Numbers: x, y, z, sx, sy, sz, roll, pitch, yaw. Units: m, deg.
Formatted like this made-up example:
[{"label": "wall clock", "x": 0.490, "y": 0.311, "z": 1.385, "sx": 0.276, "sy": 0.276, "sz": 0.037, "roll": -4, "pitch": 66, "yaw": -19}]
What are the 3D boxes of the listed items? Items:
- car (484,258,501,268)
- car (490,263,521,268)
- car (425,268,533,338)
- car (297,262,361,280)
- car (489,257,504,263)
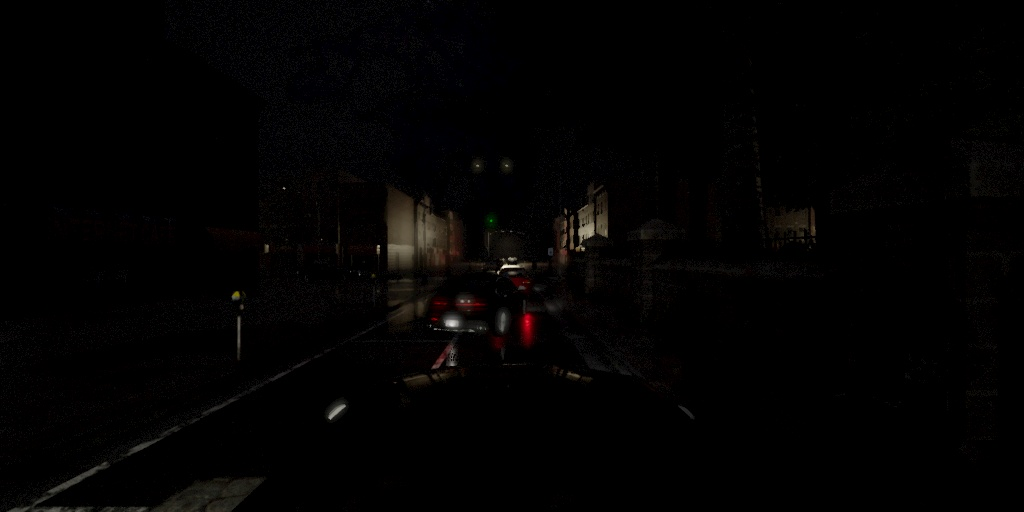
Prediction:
[{"label": "car", "x": -2.589, "y": 1.272, "z": 43.951, "sx": 1.751, "sy": 1.417, "sz": 4.829, "roll": 0, "pitch": 0, "yaw": 0}, {"label": "car", "x": 0.068, "y": 1.272, "z": 17.793, "sx": 1.812, "sy": 1.442, "sz": 4.674, "roll": 0, "pitch": 0, "yaw": 1}, {"label": "car", "x": -0.790, "y": 1.253, "z": 10.342, "sx": 1.837, "sy": 1.490, "sz": 4.892, "roll": 0, "pitch": 0, "yaw": 13}, {"label": "car", "x": -14.963, "y": 1.256, "z": 29.442, "sx": 4.902, "sy": 1.511, "sz": 2.128, "roll": 0, "pitch": 0, "yaw": 0}, {"label": "car", "x": -2.583, "y": 1.062, "z": 49.573, "sx": 2.192, "sy": 1.841, "sz": 5.009, "roll": 0, "pitch": 0, "yaw": 0}]
